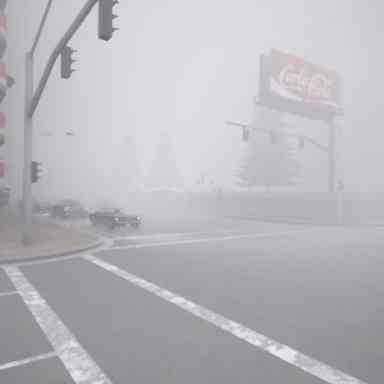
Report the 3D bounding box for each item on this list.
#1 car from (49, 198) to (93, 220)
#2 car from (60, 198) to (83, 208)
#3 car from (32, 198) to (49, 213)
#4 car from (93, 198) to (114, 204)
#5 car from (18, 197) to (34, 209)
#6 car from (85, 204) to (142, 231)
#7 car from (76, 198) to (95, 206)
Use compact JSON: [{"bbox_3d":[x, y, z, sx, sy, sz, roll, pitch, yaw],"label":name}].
[{"bbox_3d":[-10.922,1.454,29.834,2.097,1.767,4.553,1,-1,-36],"label":"car"},{"bbox_3d":[-19.700,1.736,54.284,2.033,1.411,5.357,1,-1,-36],"label":"car"},{"bbox_3d":[-16.717,1.666,37.861,1.994,1.385,4.181,1,-1,-36],"label":"car"},{"bbox_3d":[-13.733,1.738,51.997,1.837,1.490,4.892,1,-1,-36],"label":"car"},{"bbox_3d":[-22.610,1.453,46.096,2.097,1.767,4.553,1,-1,-35],"label":"car"},{"bbox_3d":[-5.121,1.704,21.793,1.895,1.301,4.718,1,0,-36],"label":"car"},{"bbox_3d":[-19.073,1.758,59.383,1.812,1.442,4.674,1,-1,-37],"label":"car"}]
